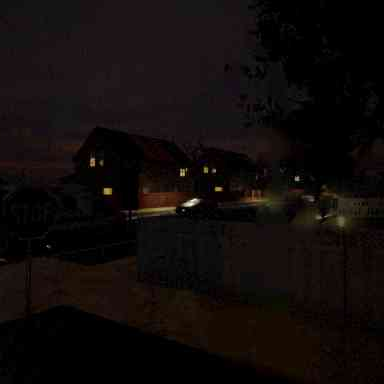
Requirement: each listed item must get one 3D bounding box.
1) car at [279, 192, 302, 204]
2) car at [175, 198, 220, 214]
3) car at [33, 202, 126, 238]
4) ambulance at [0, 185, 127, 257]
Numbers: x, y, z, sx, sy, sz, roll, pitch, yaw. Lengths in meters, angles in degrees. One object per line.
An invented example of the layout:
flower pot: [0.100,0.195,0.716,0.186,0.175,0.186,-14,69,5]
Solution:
car: [13.074,0.770,44.009,2.128,1.511,4.902,2,2,36]
car: [0.516,1.166,26.286,1.994,1.385,4.181,2,2,35]
car: [-5.732,1.332,17.398,1.994,1.385,4.181,2,2,36]
ambulance: [-5.381,0.943,12.940,2.351,2.431,6.366,2,2,35]
